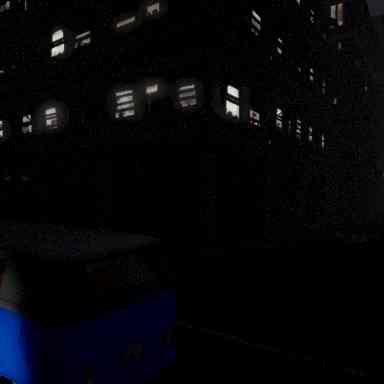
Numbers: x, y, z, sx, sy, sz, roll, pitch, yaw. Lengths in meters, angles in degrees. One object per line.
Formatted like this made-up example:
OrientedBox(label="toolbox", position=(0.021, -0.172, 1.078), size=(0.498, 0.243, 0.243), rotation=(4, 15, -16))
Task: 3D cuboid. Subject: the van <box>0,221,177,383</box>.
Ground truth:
OrientedBox(label="van", position=(-2.084, 1.340, 4.343), size=(3.998, 1.788, 1.690), rotation=(0, 1, 36))
